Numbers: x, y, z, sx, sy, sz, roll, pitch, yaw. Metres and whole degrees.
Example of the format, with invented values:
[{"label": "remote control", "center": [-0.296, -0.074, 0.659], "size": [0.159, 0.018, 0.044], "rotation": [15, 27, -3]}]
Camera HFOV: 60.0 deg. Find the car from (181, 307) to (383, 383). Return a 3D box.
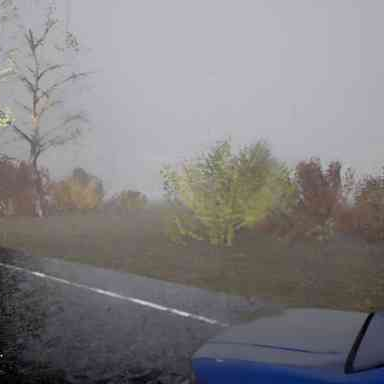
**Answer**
[{"label": "car", "center": [2.490, 1.550, 2.231], "size": [5.357, 1.411, 2.033], "rotation": [0, 0, 35]}]
